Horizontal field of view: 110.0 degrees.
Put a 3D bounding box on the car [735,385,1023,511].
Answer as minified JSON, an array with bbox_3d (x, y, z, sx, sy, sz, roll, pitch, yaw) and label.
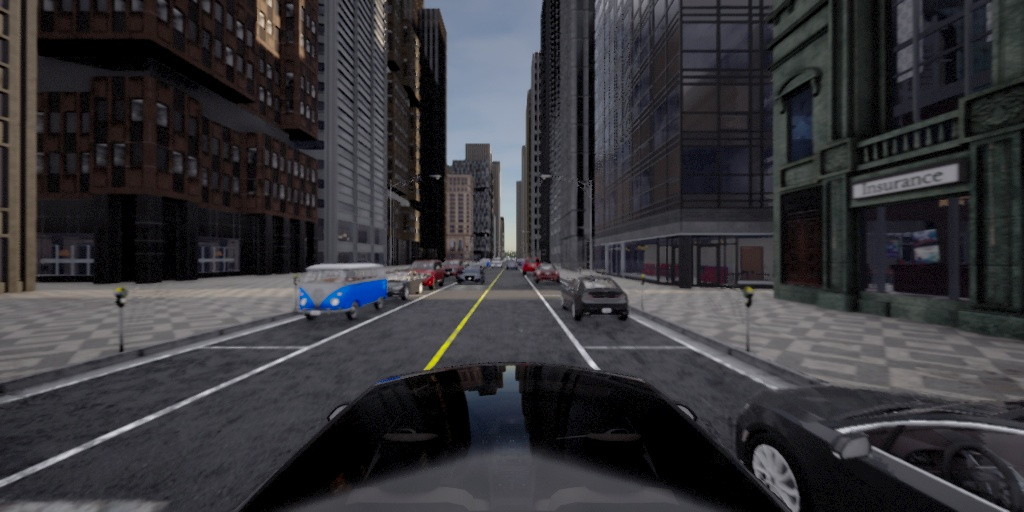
[{"bbox_3d":[2.762,1.298,1.345,2.007,1.370,4.403,0,0,0],"label":"car"}]

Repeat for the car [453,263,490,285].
[{"bbox_3d":[-3.097,1.470,28.220,1.994,1.385,4.181,0,0,0],"label":"car"}]

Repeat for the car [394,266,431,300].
[{"bbox_3d":[-5.764,1.397,18.259,2.007,1.370,4.403,0,0,0],"label":"car"}]

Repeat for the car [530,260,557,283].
[{"bbox_3d":[2.761,1.354,29.546,1.967,1.591,4.097,0,0,0],"label":"car"}]

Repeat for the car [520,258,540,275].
[{"bbox_3d":[2.391,1.227,43.249,2.150,2.045,5.566,0,0,0],"label":"car"}]

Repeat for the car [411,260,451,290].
[{"bbox_3d":[-5.764,1.195,23.900,2.192,1.841,5.009,0,0,0],"label":"car"}]

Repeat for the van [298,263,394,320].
[{"bbox_3d":[-5.764,1.154,12.619,1.690,1.789,3.998,0,0,0],"label":"van"}]

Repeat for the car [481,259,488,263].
[{"bbox_3d":[-5.766,1.673,63.384,2.007,1.370,4.403,0,0,0],"label":"car"}]

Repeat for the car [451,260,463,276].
[{"bbox_3d":[-5.765,1.264,35.181,2.192,1.841,5.009,0,0,0],"label":"car"}]

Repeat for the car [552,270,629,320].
[{"bbox_3d":[2.762,1.363,12.626,2.007,1.370,4.403,0,0,0],"label":"car"}]

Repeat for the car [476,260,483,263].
[{"bbox_3d":[-5.765,1.619,52.103,1.948,1.339,4.313,0,0,0],"label":"car"}]

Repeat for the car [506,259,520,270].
[{"bbox_3d":[-0.003,1.672,61.116,1.994,1.385,4.181,0,0,0],"label":"car"}]
